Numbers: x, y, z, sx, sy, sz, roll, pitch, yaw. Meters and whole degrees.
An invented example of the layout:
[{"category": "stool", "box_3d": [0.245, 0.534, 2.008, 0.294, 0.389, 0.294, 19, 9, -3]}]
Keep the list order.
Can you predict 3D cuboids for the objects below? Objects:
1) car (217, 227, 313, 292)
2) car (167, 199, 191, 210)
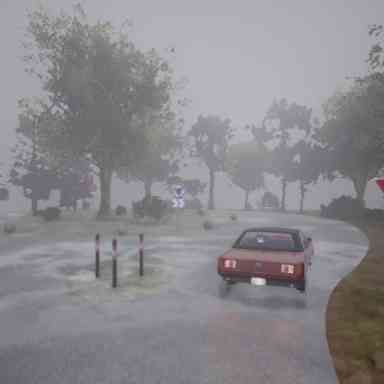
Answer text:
[{"category": "car", "box_3d": [2.254, 1.601, 9.082, 1.895, 1.301, 4.718, 0, 0, 22]}, {"category": "car", "box_3d": [-2.897, 1.543, 40.841, 5.357, 1.411, 2.033, 0, 0, 14]}]
